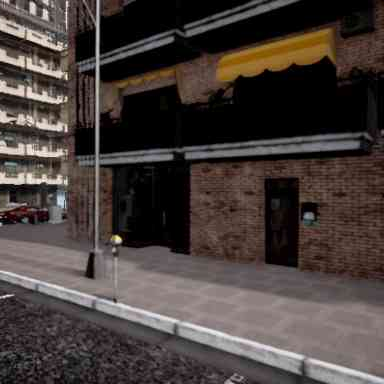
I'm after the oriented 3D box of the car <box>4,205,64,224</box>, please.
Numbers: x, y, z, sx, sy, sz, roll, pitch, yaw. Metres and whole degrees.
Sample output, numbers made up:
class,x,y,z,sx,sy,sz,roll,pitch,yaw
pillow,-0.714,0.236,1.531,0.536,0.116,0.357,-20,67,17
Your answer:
class,x,y,z,sx,sy,sz,roll,pitch,yaw
car,-12.461,1.742,26.535,1.887,1.381,4.507,0,-1,36
